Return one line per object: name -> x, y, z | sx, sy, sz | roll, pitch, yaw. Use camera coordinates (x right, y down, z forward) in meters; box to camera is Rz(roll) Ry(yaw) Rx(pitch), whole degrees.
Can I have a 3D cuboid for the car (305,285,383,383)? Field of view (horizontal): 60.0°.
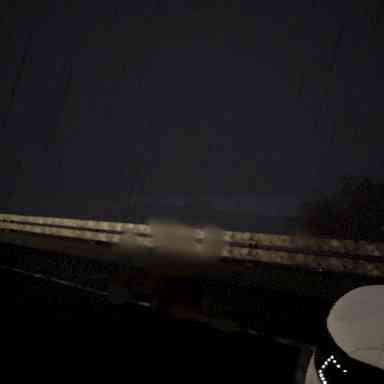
car -> 3.443, 1.219, 1.544 | 5.566, 2.045, 2.150 | 0, 0, 35
